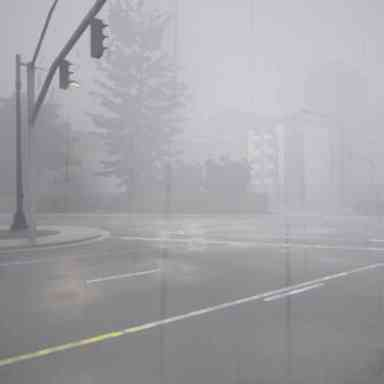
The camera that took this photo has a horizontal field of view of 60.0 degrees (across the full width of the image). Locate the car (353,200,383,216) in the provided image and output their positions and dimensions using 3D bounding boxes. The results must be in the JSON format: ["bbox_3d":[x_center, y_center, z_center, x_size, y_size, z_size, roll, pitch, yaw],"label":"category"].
[{"bbox_3d":[16.822,1.491,29.325,1.837,1.490,4.892,0,1,-35],"label":"car"}]
